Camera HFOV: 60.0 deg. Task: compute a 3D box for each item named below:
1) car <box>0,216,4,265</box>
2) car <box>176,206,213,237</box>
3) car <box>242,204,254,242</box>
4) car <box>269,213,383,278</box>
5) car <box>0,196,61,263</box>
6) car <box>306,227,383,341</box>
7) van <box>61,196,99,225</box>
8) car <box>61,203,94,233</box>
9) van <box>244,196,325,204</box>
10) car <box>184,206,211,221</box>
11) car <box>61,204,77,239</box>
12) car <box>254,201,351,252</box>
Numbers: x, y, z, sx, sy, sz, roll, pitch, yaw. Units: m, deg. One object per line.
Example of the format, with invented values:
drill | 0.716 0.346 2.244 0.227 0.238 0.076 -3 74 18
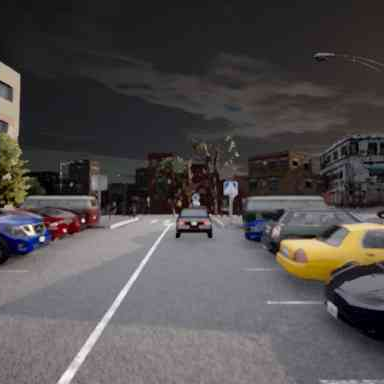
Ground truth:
car | -7.621 1.471 8.014 4.792 1.488 2.163 0 0 0
car | 0.100 1.506 17.636 2.033 1.411 5.357 0 -1 0
car | 4.684 1.418 13.862 5.008 1.535 2.097 0 0 0
car | 4.865 1.437 8.154 5.366 1.575 1.946 0 0 0
car | -7.622 1.177 10.806 5.566 2.045 2.435 0 0 0
car | 4.651 1.483 5.362 4.792 1.488 2.163 0 0 0
van | -7.768 1.230 19.162 4.442 1.987 1.878 0 -1 0
car | -7.681 1.456 16.374 4.792 1.488 2.163 0 0 0
van | 4.796 1.202 16.638 4.442 1.987 1.878 0 -1 0
car | 0.618 1.895 30.286 1.895 1.301 4.718 0 -3 8
car | -7.650 1.419 13.542 5.008 1.535 2.097 0 0 0
car | 4.648 1.301 11.072 4.553 1.767 2.185 0 0 0
